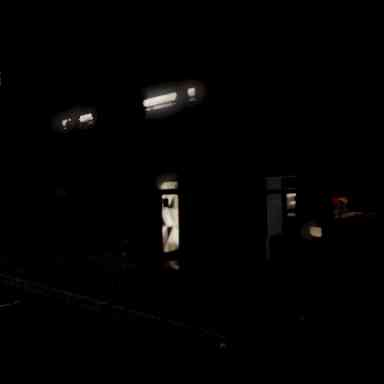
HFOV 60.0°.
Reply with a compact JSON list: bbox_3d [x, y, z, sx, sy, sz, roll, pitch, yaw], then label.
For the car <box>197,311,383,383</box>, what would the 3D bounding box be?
[{"bbox_3d":[2.244,1.303,1.291,5.009,1.841,2.192,-1,-1,36],"label":"car"}]
